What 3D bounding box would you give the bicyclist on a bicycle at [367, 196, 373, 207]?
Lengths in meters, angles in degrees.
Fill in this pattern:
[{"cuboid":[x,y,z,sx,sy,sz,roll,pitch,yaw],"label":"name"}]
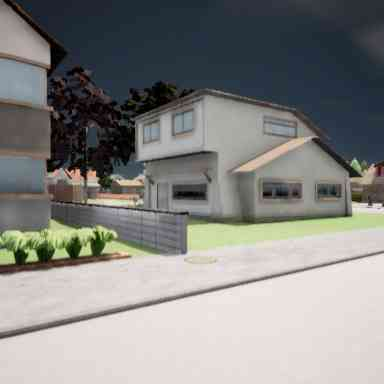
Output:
[{"cuboid":[25.125,1.324,47.042,1.656,1.620,0.582,0,0,-35],"label":"bicyclist on a bicycle"}]
